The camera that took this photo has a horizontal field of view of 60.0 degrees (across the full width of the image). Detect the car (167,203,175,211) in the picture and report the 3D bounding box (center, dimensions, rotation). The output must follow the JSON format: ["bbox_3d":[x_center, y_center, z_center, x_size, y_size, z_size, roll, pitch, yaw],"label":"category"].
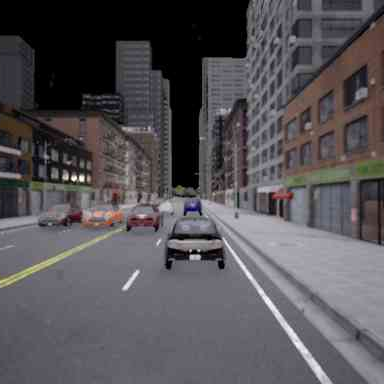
[{"bbox_3d":[-3.145,2.081,41.555,1.812,1.442,4.674,0,-1,0],"label":"car"}]

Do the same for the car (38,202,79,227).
[{"bbox_3d":[-9.846,1.679,25.296,2.097,1.767,4.553,0,-1,0],"label":"car"}]

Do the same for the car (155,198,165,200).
[{"bbox_3d":[-6.493,2.139,66.584,2.150,2.045,5.566,0,-1,0],"label":"car"}]

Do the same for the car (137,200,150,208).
[{"bbox_3d":[-9.742,2.393,66.603,1.882,1.535,5.008,0,-1,0],"label":"car"}]

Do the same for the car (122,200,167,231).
[{"bbox_3d":[-3.146,1.649,23.070,2.097,1.767,4.553,0,-1,0],"label":"car"}]

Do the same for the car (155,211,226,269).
[{"bbox_3d":[0.094,1.644,11.759,2.128,1.511,4.902,0,-1,0],"label":"car"}]

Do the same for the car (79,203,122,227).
[{"bbox_3d":[-6.595,1.679,25.294,2.097,1.767,4.553,0,-1,0],"label":"car"}]

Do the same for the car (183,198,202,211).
[{"bbox_3d":[0.107,1.780,41.775,2.150,2.045,5.566,0,-1,0],"label":"car"}]
